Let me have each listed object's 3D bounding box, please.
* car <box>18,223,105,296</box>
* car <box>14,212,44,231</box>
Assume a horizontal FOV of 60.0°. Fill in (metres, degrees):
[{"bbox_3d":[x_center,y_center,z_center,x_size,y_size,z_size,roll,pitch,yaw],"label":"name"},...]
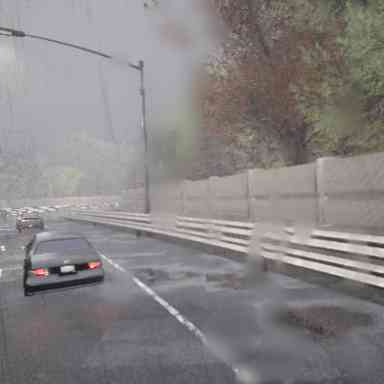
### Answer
[{"bbox_3d":[-3.866,1.837,9.684,2.033,1.411,5.357,-3,-1,-26],"label":"car"},{"bbox_3d":[-13.304,2.424,27.178,2.128,1.511,4.902,-3,-1,-30],"label":"car"}]
